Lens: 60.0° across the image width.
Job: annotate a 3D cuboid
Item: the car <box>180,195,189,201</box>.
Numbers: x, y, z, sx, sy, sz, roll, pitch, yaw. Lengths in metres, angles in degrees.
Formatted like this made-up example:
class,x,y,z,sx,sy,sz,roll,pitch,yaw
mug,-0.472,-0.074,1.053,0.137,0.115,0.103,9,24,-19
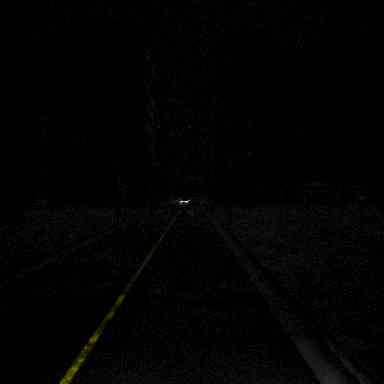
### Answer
class,x,y,z,sx,sy,sz,roll,pitch,yaw
car,-2.171,1.691,88.809,1.837,1.490,4.892,0,0,0
